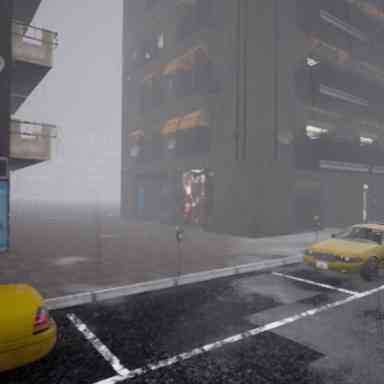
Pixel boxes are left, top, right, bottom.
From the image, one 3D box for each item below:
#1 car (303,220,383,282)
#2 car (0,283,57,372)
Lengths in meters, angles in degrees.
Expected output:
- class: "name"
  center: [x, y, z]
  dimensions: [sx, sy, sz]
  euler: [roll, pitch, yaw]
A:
- class: "car"
  center: [5.267, 1.535, 9.841]
  dimensions: [4.829, 1.417, 1.752]
  euler: [0, 1, -35]
- class: "car"
  center: [-3.968, 1.524, 3.256]
  dimensions: [4.829, 1.417, 1.752]
  euler: [0, 1, -35]
